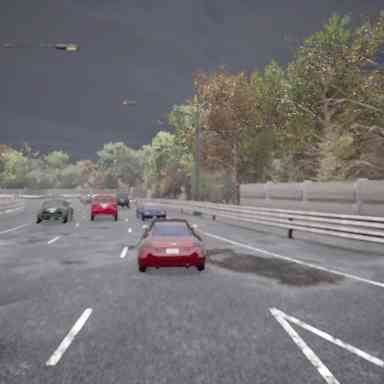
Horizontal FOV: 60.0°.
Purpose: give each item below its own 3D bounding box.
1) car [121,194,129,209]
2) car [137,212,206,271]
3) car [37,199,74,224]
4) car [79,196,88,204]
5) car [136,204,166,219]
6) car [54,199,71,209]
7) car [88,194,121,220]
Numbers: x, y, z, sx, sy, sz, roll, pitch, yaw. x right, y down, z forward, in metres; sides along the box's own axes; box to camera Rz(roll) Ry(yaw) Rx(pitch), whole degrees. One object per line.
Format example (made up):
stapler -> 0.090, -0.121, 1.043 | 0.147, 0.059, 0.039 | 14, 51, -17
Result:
car -> -10.217, 1.270, 46.148 | 2.150, 2.045, 5.566 | 0, 0, -24
car -> -0.718, 1.581, 11.078 | 1.994, 1.385, 4.181 | 0, 0, -5
car -> -10.415, 1.377, 25.629 | 2.097, 1.767, 4.553 | 0, 0, -14
car -> -19.988, 1.565, 63.243 | 1.837, 1.490, 4.892 | 0, 0, -34
car -> -3.466, 1.634, 27.276 | 1.895, 1.301, 4.718 | 0, 0, -17
car -> -18.455, 1.644, 47.289 | 1.895, 1.301, 4.718 | 0, 0, -26
car -> -7.577, 1.253, 28.714 | 2.150, 2.045, 5.566 | 0, 0, -15
